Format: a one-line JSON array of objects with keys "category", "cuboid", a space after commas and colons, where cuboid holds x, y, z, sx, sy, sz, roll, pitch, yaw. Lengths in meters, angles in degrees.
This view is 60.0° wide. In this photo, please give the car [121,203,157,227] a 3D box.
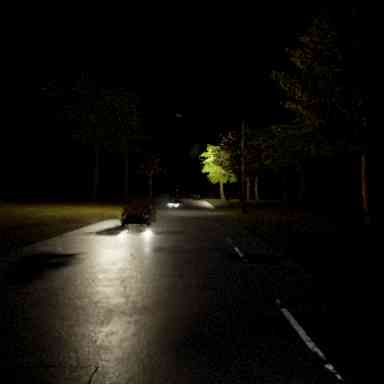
[{"category": "car", "cuboid": [-3.596, 1.483, 23.073, 1.882, 1.535, 5.008, 0, 0, 0]}]

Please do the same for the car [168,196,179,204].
[{"category": "car", "cuboid": [-3.517, 1.453, 64.355, 2.128, 1.511, 4.902, 0, 0, 1]}]

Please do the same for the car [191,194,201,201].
[{"category": "car", "cuboid": [1.238, 1.410, 82.570, 1.812, 1.442, 4.674, 0, 0, 0]}]
